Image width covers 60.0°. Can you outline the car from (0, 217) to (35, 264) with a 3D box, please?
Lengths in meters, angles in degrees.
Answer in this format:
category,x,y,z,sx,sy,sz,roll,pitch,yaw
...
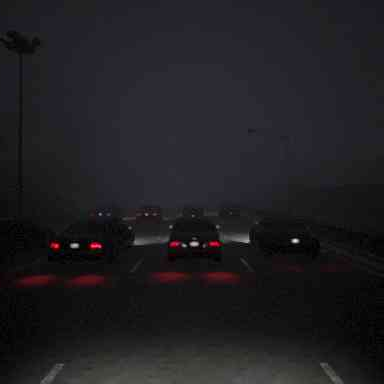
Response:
category,x,y,z,sx,sy,sz,roll,pitch,yaw
car,-6.918,1.643,12.226,2.033,1.411,5.357,0,0,0

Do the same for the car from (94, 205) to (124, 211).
category,x,y,z,sx,sy,sz,roll,pitch,yaw
car,-6.915,1.763,27.618,2.033,1.411,5.357,0,0,0

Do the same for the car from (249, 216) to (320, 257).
category,x,y,z,sx,sy,sz,roll,pitch,yaw
car,3.580,1.670,13.501,1.994,1.385,4.181,0,0,0

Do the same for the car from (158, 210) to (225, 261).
category,x,y,z,sx,sy,sz,roll,pitch,yaw
car,0.083,1.647,12.601,2.033,1.411,5.357,0,0,0

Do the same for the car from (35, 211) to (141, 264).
category,x,y,z,sx,sy,sz,roll,pitch,yaw
car,-3.418,1.643,12.226,2.033,1.411,5.357,0,0,0

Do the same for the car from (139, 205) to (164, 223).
category,x,y,z,sx,sy,sz,roll,pitch,yaw
car,-3.415,1.763,27.620,2.033,1.411,5.357,0,0,0

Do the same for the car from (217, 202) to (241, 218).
category,x,y,z,sx,sy,sz,roll,pitch,yaw
car,3.592,1.746,32.692,2.128,1.511,4.902,0,0,0

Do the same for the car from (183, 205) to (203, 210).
category,x,y,z,sx,sy,sz,roll,pitch,yaw
car,0.091,1.843,31.094,1.895,1.301,4.718,0,0,0
